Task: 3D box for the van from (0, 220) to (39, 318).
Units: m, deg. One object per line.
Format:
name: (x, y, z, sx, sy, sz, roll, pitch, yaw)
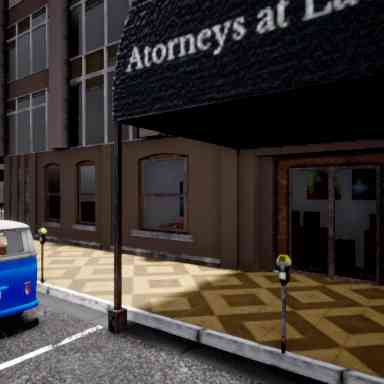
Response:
van: (-4.509, 1.341, 6.080, 3.998, 1.788, 1.690, 0, 0, 35)
